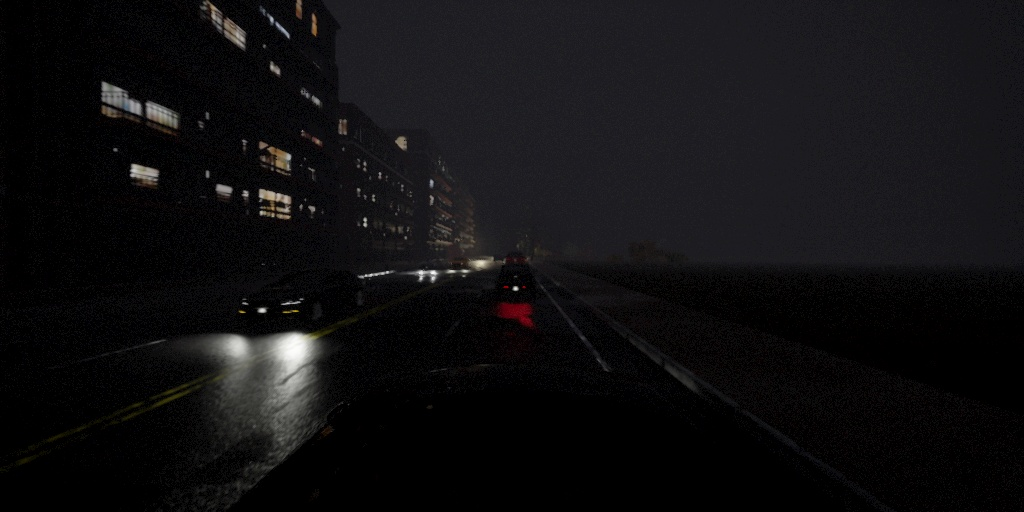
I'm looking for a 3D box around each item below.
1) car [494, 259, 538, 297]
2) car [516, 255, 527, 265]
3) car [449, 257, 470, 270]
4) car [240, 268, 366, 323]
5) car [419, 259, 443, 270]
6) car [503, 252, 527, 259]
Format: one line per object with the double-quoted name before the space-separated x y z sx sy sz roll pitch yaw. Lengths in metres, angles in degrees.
"car" 0.172 1.089 17.520 1.837 1.490 4.892 0 1 1
"car" 1.493 0.603 57.748 1.801 1.575 5.366 0 1 0
"car" -6.312 0.806 43.412 1.882 1.535 5.008 0 0 1
"car" -6.497 1.173 11.794 1.837 1.490 4.892 0 0 1
"car" -9.570 0.950 42.516 1.895 1.301 4.718 0 1 1
"car" 0.347 0.542 41.243 2.150 2.045 5.566 0 -1 0
